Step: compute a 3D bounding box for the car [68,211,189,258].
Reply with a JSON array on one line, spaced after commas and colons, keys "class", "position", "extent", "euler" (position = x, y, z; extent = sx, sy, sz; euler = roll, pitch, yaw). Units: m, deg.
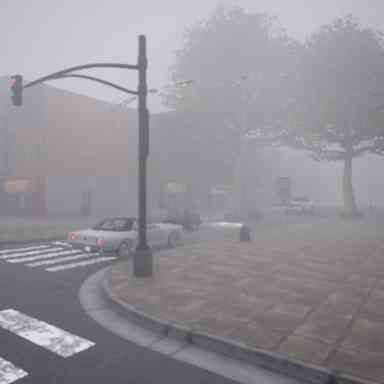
[{"class": "car", "position": [-2.311, 1.634, 13.088], "extent": [1.895, 1.301, 4.718], "euler": [0, 0, 33]}]

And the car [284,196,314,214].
[{"class": "car", "position": [12.494, 1.485, 38.773], "extent": [2.150, 2.045, 5.566], "euler": [0, 0, 36]}]

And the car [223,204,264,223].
[{"class": "car", "position": [4.301, 1.712, 27.447], "extent": [1.994, 1.385, 4.181], "euler": [0, 0, 36]}]

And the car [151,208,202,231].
[{"class": "car", "position": [-1.490, 1.625, 19.441], "extent": [2.033, 1.411, 5.357], "euler": [0, 0, 36]}]
